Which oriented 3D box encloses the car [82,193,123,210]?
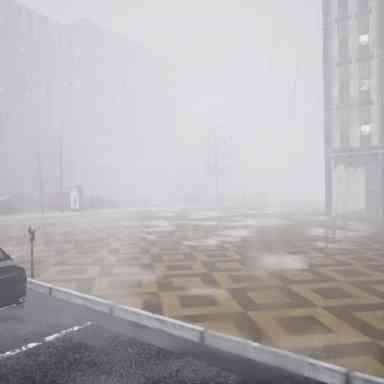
[{"bbox_3d":[-10.273,1.186,37.307,1.967,1.590,4.097,-1,0,36],"label":"car"}]

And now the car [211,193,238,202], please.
[{"bbox_3d":[5.938,1.093,59.692,2.008,1.369,4.403,-1,0,36],"label":"car"}]

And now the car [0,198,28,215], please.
[{"bbox_3d":[-16.755,1.413,28.353,1.802,1.307,4.206,-1,0,36],"label":"car"}]

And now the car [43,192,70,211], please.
[{"bbox_3d":[-13.315,1.017,37.532,2.150,2.045,5.566,-1,0,36],"label":"car"}]

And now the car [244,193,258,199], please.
[{"bbox_3d":[15.362,1.039,86.992,1.947,1.339,4.313,-1,0,36],"label":"car"}]

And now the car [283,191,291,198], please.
[{"bbox_3d":[22.148,0.931,82.076,1.802,1.307,4.206,-1,0,36],"label":"car"}]

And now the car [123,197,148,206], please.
[{"bbox_3d":[-8.831,1.354,49.163,1.895,1.301,4.718,-1,0,36],"label":"car"}]

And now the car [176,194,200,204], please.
[{"bbox_3d":[-0.547,1.062,50.738,1.967,1.590,4.097,-1,0,36],"label":"car"}]

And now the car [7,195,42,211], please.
[{"bbox_3d":[-20.302,1.228,37.746,2.192,1.841,5.009,-1,0,36],"label":"car"}]

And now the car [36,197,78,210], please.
[{"bbox_3d":[-17.058,1.415,42.224,1.887,1.381,4.507,-1,0,36],"label":"car"}]

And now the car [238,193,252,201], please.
[{"bbox_3d":[9.180,1.047,64.169,1.887,1.381,4.507,-1,0,36],"label":"car"}]

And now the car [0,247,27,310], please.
[{"bbox_3d":[-4.994,1.553,6.609,4.403,1.369,2.008,0,-1,36],"label":"car"}]

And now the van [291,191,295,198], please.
[{"bbox_3d":[25.388,0.654,86.553,1.690,1.788,3.998,-1,0,36],"label":"van"}]

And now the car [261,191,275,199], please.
[{"bbox_3d":[15.661,0.740,73.122,2.192,1.841,5.009,-1,0,36],"label":"car"}]

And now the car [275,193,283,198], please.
[{"bbox_3d":[18.906,0.937,77.599,2.008,1.369,4.403,-1,0,36],"label":"car"}]

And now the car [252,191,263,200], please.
[{"bbox_3d":[12.422,1.046,68.645,1.802,1.307,4.206,-1,0,36],"label":"car"}]

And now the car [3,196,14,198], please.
[{"bbox_3d":[-20.718,1.412,32.769,1.837,1.490,4.892,-1,0,36],"label":"car"}]
